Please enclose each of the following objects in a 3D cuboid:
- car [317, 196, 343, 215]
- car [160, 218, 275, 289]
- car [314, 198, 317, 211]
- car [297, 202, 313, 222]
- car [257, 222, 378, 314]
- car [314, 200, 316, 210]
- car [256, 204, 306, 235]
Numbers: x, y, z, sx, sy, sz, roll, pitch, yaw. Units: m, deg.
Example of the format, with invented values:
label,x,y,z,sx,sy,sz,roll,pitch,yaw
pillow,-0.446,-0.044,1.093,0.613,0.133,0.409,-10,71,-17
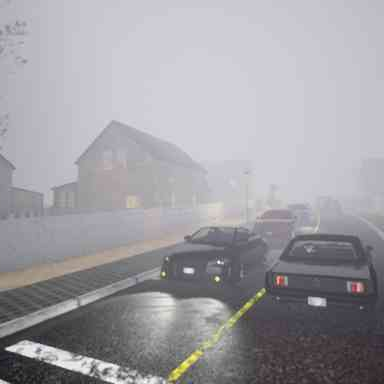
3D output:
label,x,y,z,sx,sy,sz,roll,pitch,yaw
car,15.346,1.562,36.843,2.097,1.767,4.553,-2,-1,19
car,0.819,1.683,9.631,1.994,1.385,4.181,-2,-1,27
car,18.265,1.537,46.159,2.150,2.045,5.566,-1,-1,16
car,8.350,1.670,26.328,1.882,1.535,5.008,-2,-1,22
car,3.173,1.627,7.771,1.895,1.301,4.718,-2,-1,27
car,12.029,1.814,35.938,2.033,1.411,5.357,-2,-1,20
car,4.557,1.624,17.468,1.882,1.535,5.008,-2,-1,24
